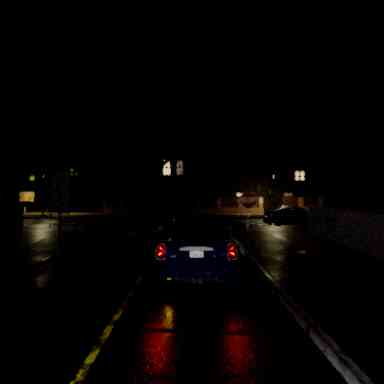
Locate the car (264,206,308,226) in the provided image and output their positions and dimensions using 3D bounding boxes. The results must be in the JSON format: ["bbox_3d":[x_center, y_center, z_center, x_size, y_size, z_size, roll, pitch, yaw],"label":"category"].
[{"bbox_3d":[7.237,1.678,23.564,4.181,1.385,1.994,0,1,-4],"label":"car"}]

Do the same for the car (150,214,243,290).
[{"bbox_3d":[0.098,1.385,9.364,2.097,1.767,4.553,0,0,0],"label":"car"}]
